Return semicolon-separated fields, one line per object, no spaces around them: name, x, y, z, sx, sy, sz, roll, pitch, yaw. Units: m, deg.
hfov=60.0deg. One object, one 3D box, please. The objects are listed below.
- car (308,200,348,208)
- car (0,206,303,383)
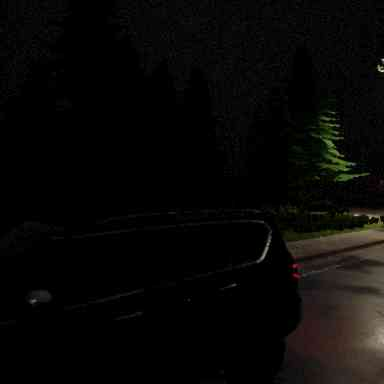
car;13.556;1.576;34.939;2.033;1.411;5.357;0;0;-38
car;-1.078;1.222;3.609;5.566;2.045;2.150;0;0;-38
